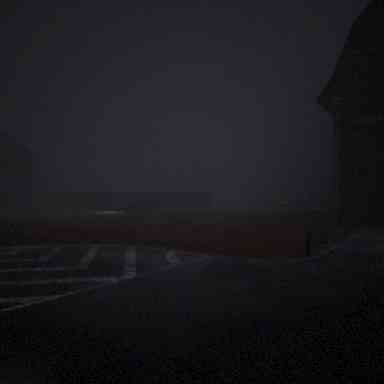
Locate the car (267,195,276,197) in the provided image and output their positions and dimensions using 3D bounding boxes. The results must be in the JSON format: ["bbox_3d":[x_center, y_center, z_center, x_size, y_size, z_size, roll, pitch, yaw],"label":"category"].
[{"bbox_3d":[22.475,1.582,92.249,2.242,1.667,4.611,0,0,35],"label":"car"}]

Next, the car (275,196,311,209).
[{"bbox_3d":[13.945,1.562,45.031,4.674,1.442,1.812,0,0,-24],"label":"car"}]

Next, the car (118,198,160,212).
[{"bbox_3d":[-5.933,1.454,37.543,4.892,1.490,1.837,0,0,-36],"label":"car"}]
